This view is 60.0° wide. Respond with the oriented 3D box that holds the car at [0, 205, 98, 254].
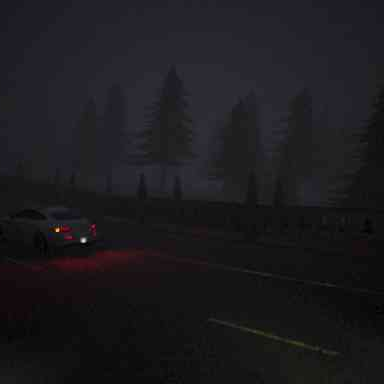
[{"bbox_3d":[-5.389,1.203,12.126,4.674,1.442,1.812,4,2,35],"label":"car"}]
